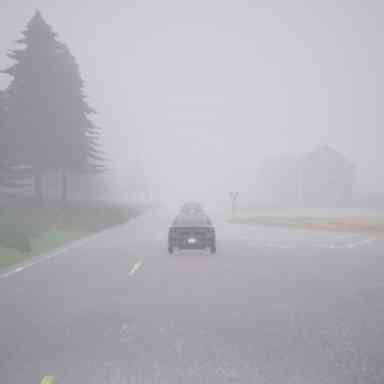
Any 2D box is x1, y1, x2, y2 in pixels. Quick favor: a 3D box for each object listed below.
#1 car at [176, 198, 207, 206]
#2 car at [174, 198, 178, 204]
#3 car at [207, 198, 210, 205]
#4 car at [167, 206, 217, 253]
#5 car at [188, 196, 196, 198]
[{"bbox_3d":[0.042,1.626,29.066,2.097,1.767,4.553,0,-1,1],"label":"car"},{"bbox_3d":[-3.503,2.297,82.381,1.812,1.442,4.674,0,-1,0],"label":"car"},{"bbox_3d":[2.969,2.143,72.721,1.816,1.474,4.193,-6,0,-2],"label":"car"},{"bbox_3d":[0.006,1.616,14.488,1.882,1.535,5.008,0,0,0],"label":"car"},{"bbox_3d":[-0.003,2.321,82.743,2.033,1.411,5.357,0,-1,0],"label":"car"}]
